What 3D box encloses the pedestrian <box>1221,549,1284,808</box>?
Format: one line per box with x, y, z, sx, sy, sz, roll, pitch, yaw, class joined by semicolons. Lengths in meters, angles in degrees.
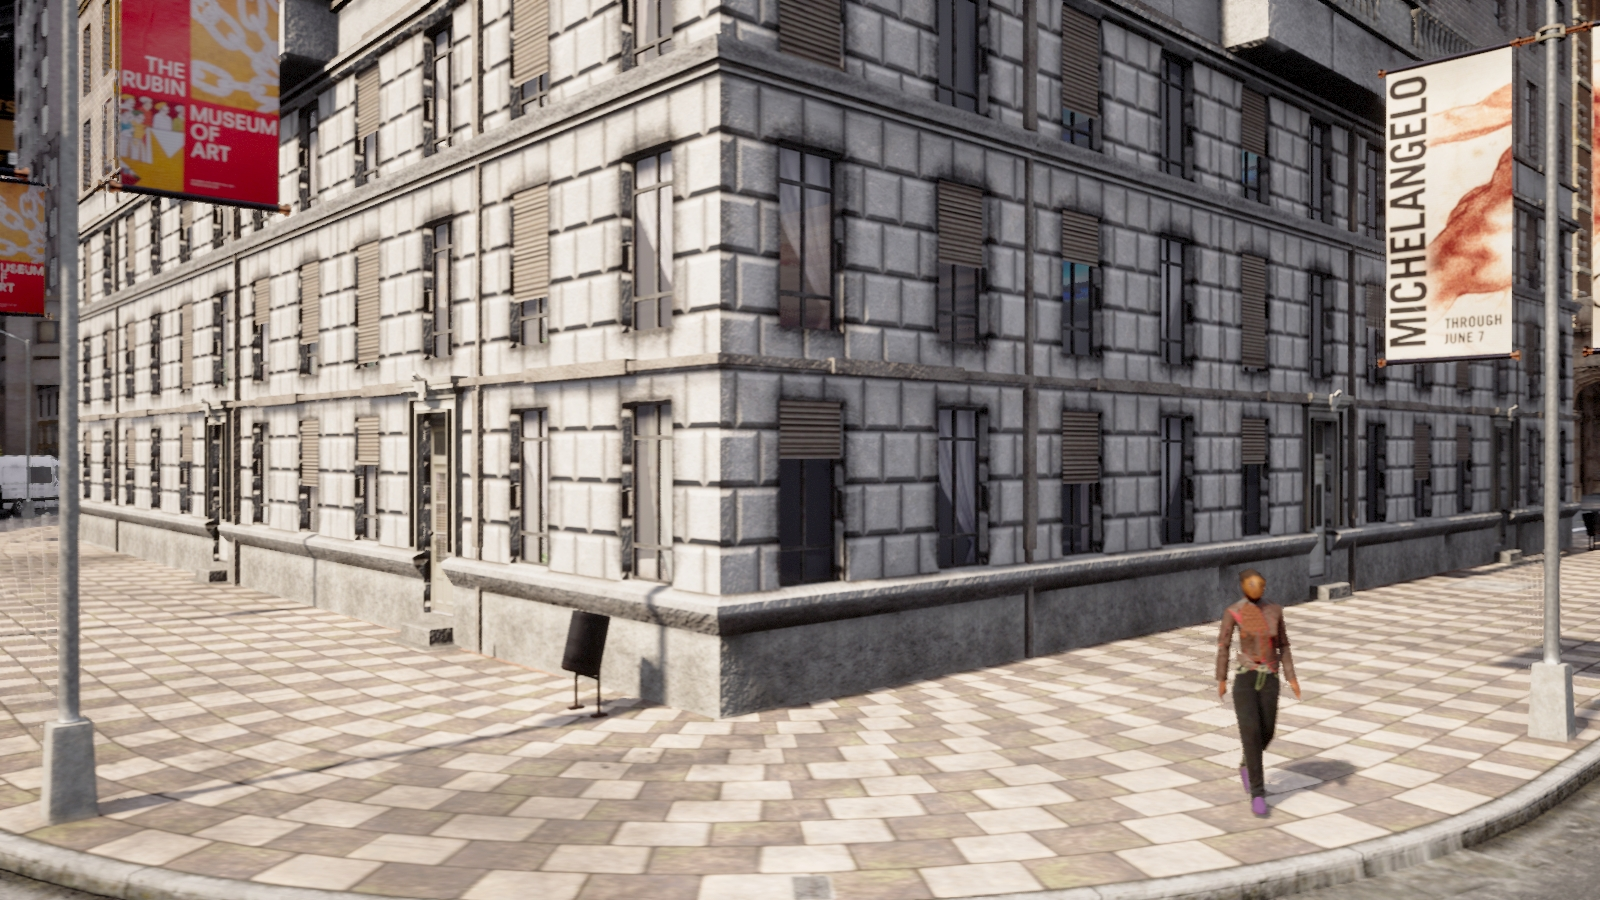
3.405;1.697;8.609;0.375;1.860;0.375;0;0;11;pedestrian

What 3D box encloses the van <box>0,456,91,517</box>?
-34.589;1.545;51.059;1.988;2.561;5.915;0;0;2;van
